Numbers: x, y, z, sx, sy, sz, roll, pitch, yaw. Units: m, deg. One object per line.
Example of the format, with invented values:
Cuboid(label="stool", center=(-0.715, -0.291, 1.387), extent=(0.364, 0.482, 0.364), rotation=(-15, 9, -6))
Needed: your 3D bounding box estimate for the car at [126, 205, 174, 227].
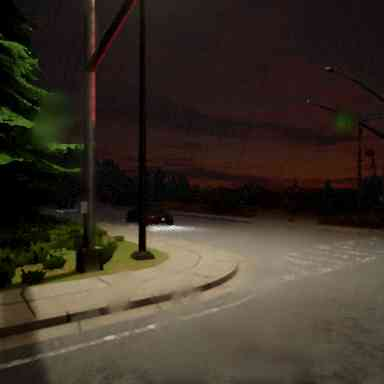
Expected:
Cuboid(label="car", center=(-2.986, 1.590, 23.177), extent=(1.994, 1.385, 4.181), rotation=(0, 0, -34))

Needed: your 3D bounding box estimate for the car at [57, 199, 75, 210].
Cuboid(label="car", center=(-16.571, 1.533, 43.187), extent=(1.837, 1.490, 4.892), rotation=(0, -1, -34))
